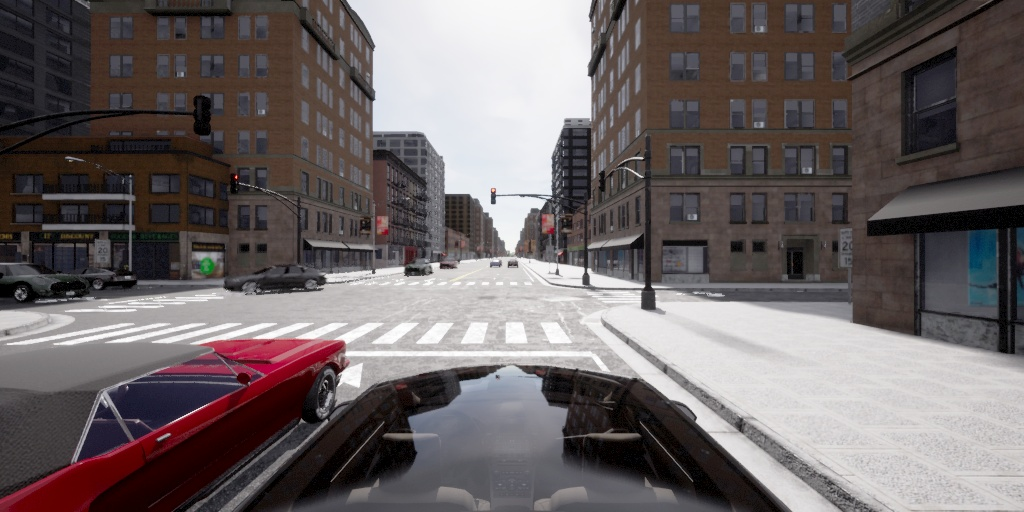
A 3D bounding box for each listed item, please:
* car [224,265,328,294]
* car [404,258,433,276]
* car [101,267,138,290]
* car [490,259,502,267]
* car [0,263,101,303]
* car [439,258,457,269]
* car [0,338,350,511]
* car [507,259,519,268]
[{"bbox_3d":[-13.211,1.270,20.371,4.892,1.490,1.837,0,3,-44],"label":"car"},{"bbox_3d":[-9.754,1.099,37.613,2.097,1.767,4.553,0,0,0],"label":"car"},{"bbox_3d":[-25.321,1.330,21.705,4.313,1.339,1.948,0,0,0],"label":"car"},{"bbox_3d":[-2.978,1.287,64.154,2.033,1.411,5.357,0,0,0],"label":"car"},{"bbox_3d":[-22.163,1.095,16.196,4.553,1.767,2.097,0,0,0],"label":"car"},{"bbox_3d":[-9.695,1.093,54.603,2.097,1.767,4.553,0,0,0],"label":"car"},{"bbox_3d":[-3.157,1.351,2.837,1.895,1.301,4.718,0,0,0],"label":"car"},{"bbox_3d":[0.166,1.245,62.199,1.837,1.490,4.892,0,0,0],"label":"car"}]
